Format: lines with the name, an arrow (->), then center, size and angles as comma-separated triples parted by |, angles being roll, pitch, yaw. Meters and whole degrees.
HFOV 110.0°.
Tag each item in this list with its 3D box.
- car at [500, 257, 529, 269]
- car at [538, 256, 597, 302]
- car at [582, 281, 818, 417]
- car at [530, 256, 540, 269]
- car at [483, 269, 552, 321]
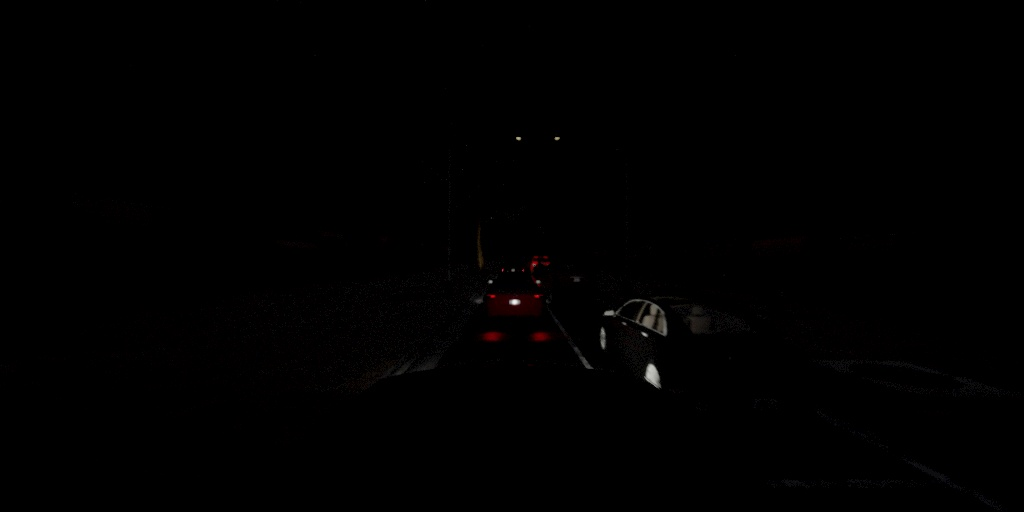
car -> 0.087, 1.120, 29.332 | 2.097, 1.767, 4.553 | 0, 0, 0
car -> 2.636, 1.077, 17.002 | 2.192, 1.841, 5.009 | 0, 0, 0
car -> 2.637, 1.305, 5.919 | 2.007, 1.370, 4.403 | 0, 0, 0
car -> 2.983, 1.122, 32.117 | 2.097, 1.767, 4.553 | 0, 0, 0
car -> 0.086, 1.324, 12.524 | 1.994, 1.385, 4.181 | 0, 0, 0
